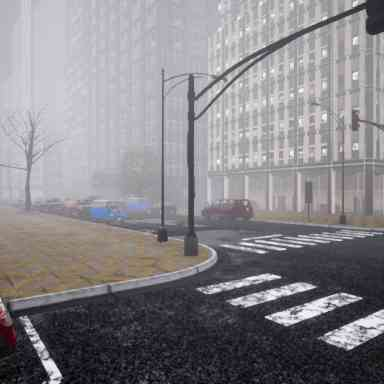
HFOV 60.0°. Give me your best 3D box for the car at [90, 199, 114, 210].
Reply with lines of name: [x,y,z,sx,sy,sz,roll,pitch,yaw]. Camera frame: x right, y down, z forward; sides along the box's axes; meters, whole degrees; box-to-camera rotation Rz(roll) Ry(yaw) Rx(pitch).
car: [-13.539,1.844,49.862,1.752,1.417,4.829,0,0,-36]

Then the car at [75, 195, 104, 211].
car: [-14.493,1.524,46.702,2.150,2.045,5.566,0,0,-36]

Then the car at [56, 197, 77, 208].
car: [-20.799,1.721,55.187,2.097,1.767,4.553,0,0,-36]

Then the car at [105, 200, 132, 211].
car: [-10.057,1.848,45.138,1.947,1.339,4.313,0,0,-36]

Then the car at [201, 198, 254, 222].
car: [2.878,1.454,27.585,2.192,1.841,5.009,0,0,-36]

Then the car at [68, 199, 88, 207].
car: [-20.198,1.941,58.898,2.008,1.369,4.403,0,0,-36]

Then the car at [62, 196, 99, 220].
car: [-10.048,1.511,30.998,2.192,1.841,5.009,0,0,-36]

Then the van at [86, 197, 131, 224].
van: [-6.668,1.499,26.412,1.690,1.788,3.998,0,0,-36]

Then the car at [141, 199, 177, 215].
car: [-3.296,1.759,35.965,2.008,1.369,4.403,0,0,-36]

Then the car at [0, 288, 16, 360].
car: [-4.264,1.440,3.515,4.097,1.590,1.967,0,0,-36]

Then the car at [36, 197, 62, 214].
car: [-16.809,1.585,40.172,2.192,1.841,5.009,0,0,-36]

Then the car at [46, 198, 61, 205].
car: [-30.340,2.062,72.659,1.947,1.339,4.313,0,0,-36]

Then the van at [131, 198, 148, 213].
van: [-6.678,1.586,40.552,1.690,1.788,3.998,0,0,-36]

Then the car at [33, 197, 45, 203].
car: [-39.100,2.064,85.075,1.882,1.535,5.008,0,0,-36]

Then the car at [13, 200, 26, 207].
car: [-30.328,1.995,58.518,1.802,1.307,4.206,0,0,-36]

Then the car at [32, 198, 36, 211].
car: [-20.188,1.746,44.758,1.967,1.590,4.097,0,0,-36]
